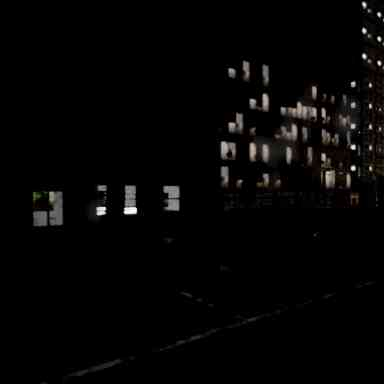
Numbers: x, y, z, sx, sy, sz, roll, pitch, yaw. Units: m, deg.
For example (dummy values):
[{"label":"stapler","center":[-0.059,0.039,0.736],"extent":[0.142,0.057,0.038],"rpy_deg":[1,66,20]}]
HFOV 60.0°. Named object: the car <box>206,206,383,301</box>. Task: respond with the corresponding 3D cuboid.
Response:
[{"label":"car","center":[2.730,1.319,8.516],"extent":[5.009,1.841,2.192],"rpy_deg":[0,0,-36]}]
